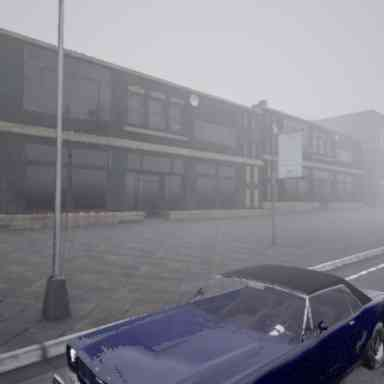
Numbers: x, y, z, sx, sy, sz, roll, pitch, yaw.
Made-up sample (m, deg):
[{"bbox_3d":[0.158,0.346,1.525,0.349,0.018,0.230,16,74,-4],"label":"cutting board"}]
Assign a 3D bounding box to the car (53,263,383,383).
[{"bbox_3d":[0.890,1.713,4.198,4.718,1.301,1.895,1,-2,-43],"label":"car"}]
